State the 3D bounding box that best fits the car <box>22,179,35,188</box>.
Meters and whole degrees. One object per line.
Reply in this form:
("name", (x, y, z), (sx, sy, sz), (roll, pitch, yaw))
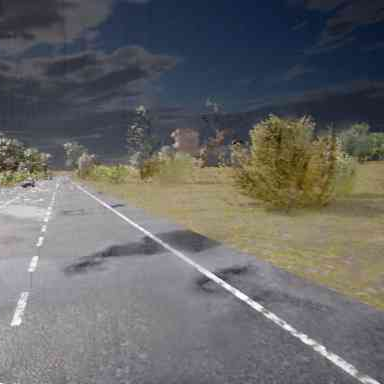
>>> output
("car", (-32.410, -1.840, 65.890), (2.097, 1.767, 4.553), (-4, 4, -21))
